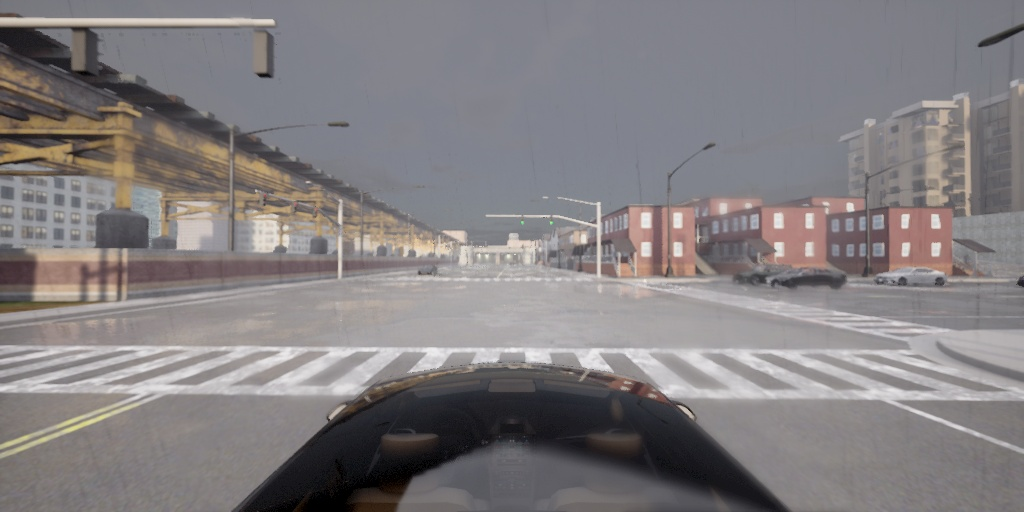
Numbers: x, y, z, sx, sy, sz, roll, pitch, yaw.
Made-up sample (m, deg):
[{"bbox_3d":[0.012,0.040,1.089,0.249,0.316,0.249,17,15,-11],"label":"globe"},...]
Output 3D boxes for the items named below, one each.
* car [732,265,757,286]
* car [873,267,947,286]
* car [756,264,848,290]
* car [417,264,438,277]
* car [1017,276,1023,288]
[{"bbox_3d":[19.980,1.416,28.270,4.553,1.767,2.097,0,-1,0],"label":"car"},{"bbox_3d":[31.357,1.591,28.260,4.674,1.442,1.812,-1,-1,0],"label":"car"},{"bbox_3d":[20.223,1.514,24.770,4.902,1.511,2.128,0,-1,0],"label":"car"},{"bbox_3d":[-10.498,1.834,44.955,1.837,1.490,4.892,0,1,0],"label":"car"},{"bbox_3d":[37.975,1.586,24.758,4.181,1.385,1.994,0,-1,0],"label":"car"}]
